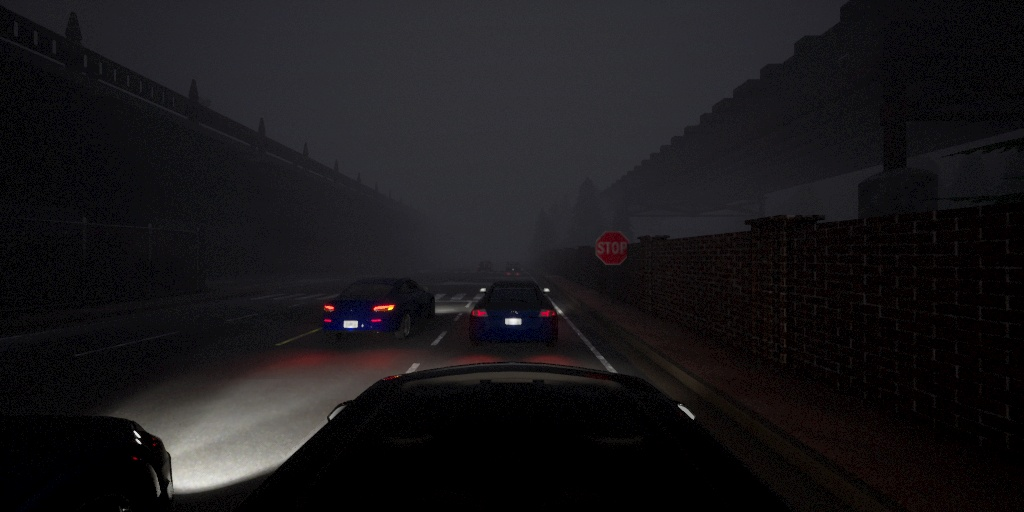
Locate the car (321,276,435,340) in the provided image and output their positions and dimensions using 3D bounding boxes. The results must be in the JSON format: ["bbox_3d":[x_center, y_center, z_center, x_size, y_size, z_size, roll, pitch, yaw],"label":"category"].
[{"bbox_3d":[-3.412,1.276,9.880,1.812,1.442,4.674,0,0,0],"label":"car"}]

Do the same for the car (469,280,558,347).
[{"bbox_3d":[0.069,1.314,9.357,1.994,1.385,4.181,0,0,1],"label":"car"}]

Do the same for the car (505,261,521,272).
[{"bbox_3d":[0.102,1.351,46.168,1.895,1.301,4.718,0,0,-1],"label":"car"}]

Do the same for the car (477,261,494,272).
[{"bbox_3d":[-3.393,1.297,46.000,2.033,1.411,5.357,0,0,-1],"label":"car"}]

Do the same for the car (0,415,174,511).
[{"bbox_3d":[-3.399,1.314,0.784,1.994,1.385,4.181,0,0,0],"label":"car"}]
